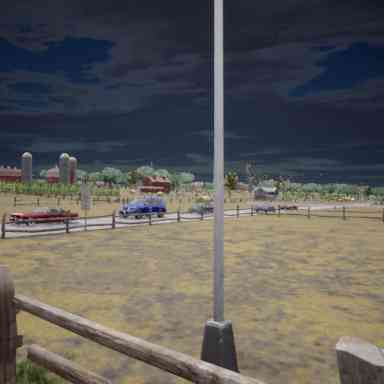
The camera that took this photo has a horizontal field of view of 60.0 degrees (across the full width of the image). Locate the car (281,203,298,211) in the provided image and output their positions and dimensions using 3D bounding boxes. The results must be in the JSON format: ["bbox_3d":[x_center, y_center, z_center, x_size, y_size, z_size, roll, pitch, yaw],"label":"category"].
[{"bbox_3d":[17.559,2.681,59.901,1.895,1.301,4.718,2,0,36],"label":"car"}]

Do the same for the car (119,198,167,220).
[{"bbox_3d":[-4.869,1.606,33.842,2.150,2.045,5.566,2,0,34],"label":"car"}]

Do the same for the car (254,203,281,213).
[{"bbox_3d":[11.383,2.433,51.369,2.033,1.411,5.357,2,0,36],"label":"car"}]

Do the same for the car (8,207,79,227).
[{"bbox_3d":[-11.142,1.808,25.197,1.895,1.301,4.718,2,0,36],"label":"car"}]

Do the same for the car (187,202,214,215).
[{"bbox_3d":[1.321,2.069,42.422,1.837,1.490,4.892,2,1,36],"label":"car"}]
